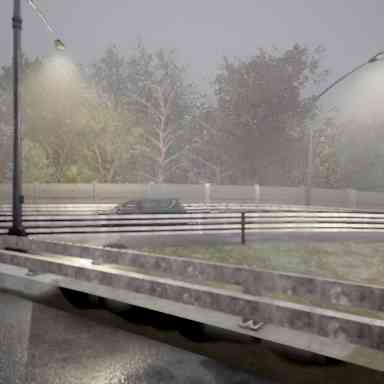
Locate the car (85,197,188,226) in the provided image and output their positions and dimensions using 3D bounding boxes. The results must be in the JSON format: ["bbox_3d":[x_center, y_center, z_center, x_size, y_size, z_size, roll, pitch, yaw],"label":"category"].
[{"bbox_3d":[-3.032,1.338,18.469,5.566,2.045,2.150,-2,0,-11],"label":"car"}]
